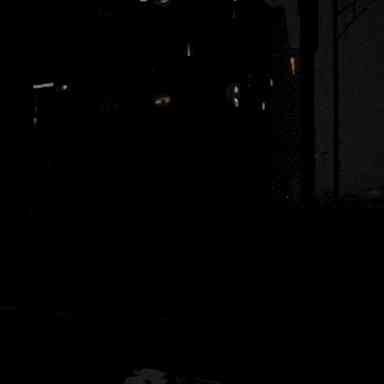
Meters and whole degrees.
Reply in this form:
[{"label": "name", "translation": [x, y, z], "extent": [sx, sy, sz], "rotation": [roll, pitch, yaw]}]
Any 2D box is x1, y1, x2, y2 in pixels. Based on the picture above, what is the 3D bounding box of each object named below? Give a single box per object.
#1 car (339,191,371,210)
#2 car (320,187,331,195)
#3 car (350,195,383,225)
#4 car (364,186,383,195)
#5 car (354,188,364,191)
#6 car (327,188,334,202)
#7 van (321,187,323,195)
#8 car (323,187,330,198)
[{"label": "car", "translation": [14.571, 0.898, 30.264], "extent": [2.008, 1.369, 4.403], "rotation": [-1, 1, 19]}, {"label": "car", "translation": [31.599, -0.262, 78.608], "extent": [2.192, 1.841, 5.009], "rotation": [-1, 1, 19]}, {"label": "car", "translation": [10.786, 1.111, 19.520], "extent": [2.008, 1.369, 4.403], "rotation": [-1, 1, 19]}, {"label": "car", "translation": [27.206, 0.119, 48.737], "extent": [2.150, 2.045, 5.566], "rotation": [-1, 1, 19]}, {"label": "car", "translation": [41.406, -0.171, 81.211], "extent": [1.802, 1.307, 4.206], "rotation": [-1, 1, 19]}, {"label": "car", "translation": [20.192, 0.561, 46.219], "extent": [1.752, 1.417, 4.829], "rotation": [-1, 1, 19]}, {"label": "van", "translation": [29.708, -0.136, 73.237], "extent": [1.690, 1.788, 3.998], "rotation": [-1, 1, 19]}, {"label": "car", "translation": [24.031, 0.267, 57.122], "extent": [1.967, 1.590, 4.097], "rotation": [-1, 1, 19]}]
